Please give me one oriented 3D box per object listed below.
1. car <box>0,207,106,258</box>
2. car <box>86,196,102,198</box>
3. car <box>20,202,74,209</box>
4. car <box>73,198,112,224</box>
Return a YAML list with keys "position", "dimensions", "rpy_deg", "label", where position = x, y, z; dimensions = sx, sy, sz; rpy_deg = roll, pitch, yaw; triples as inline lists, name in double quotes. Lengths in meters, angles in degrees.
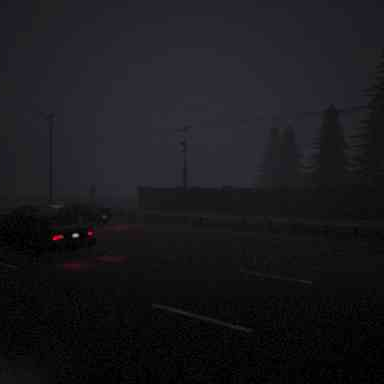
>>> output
- position: [-5.907, 1.482, 12.504]
  dimensions: [5.357, 1.411, 2.033]
  rpy_deg: [0, 0, 36]
  label: "car"
- position: [-14.833, 1.326, 49.585]
  dimensions: [5.357, 1.411, 2.033]
  rpy_deg: [0, 0, -26]
  label: "car"
- position: [-9.110, 1.426, 19.072]
  dimensions: [4.674, 1.442, 1.812]
  rpy_deg: [0, 0, 35]
  label: "car"
- position: [-7.503, 1.375, 22.242]
  dimensions: [5.008, 1.535, 1.882]
  rpy_deg: [0, 0, 36]
  label: "car"
